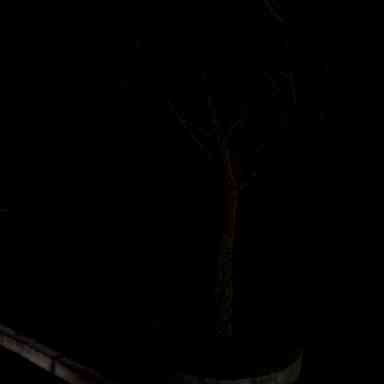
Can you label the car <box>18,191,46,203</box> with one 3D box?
[{"bbox_3d":[-20.051,0.922,40.744,2.150,2.045,5.566,1,0,32],"label":"car"}]
